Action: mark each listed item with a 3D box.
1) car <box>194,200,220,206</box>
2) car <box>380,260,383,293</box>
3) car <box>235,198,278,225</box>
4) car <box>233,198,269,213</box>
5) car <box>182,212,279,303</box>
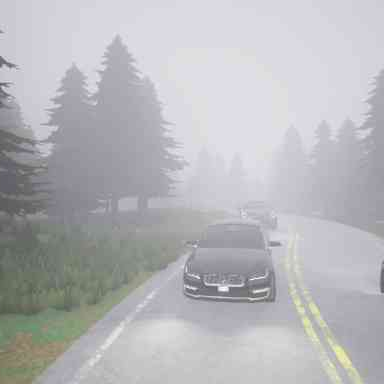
[{"bbox_3d":[1.913,1.799,44.857,1.812,1.442,4.674,3,-5,-35],"label":"car"},{"bbox_3d":[4.493,1.308,4.640,2.097,1.767,4.553,-1,0,8],"label":"car"},{"bbox_3d":[3.873,1.270,20.363,2.097,1.767,4.553,-1,0,5],"label":"car"},{"bbox_3d":[6.198,1.410,35.733,1.837,1.490,4.892,2,-1,-16],"label":"car"},{"bbox_3d":[1.090,1.496,8.410,1.837,1.490,4.892,-1,0,12],"label":"car"}]
